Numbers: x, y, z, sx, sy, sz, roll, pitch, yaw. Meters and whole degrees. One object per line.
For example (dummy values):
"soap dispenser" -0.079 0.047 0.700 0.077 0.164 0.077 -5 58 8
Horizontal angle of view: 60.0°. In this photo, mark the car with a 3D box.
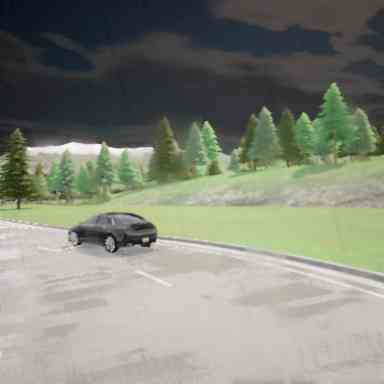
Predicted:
"car" -3.502 1.614 14.268 4.892 1.490 1.837 -2 -1 44
